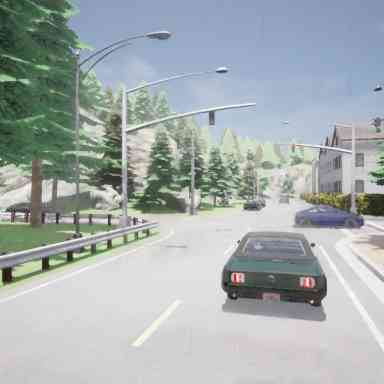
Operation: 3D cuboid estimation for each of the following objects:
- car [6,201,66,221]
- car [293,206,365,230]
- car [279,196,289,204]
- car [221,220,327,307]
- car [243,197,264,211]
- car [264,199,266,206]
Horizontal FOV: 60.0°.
[{"bbox_3d":[-12.701,1.522,27.118,4.892,1.490,1.837,-1,0,15],"label":"car"},{"bbox_3d":[8.651,1.576,21.275,4.181,1.385,1.994,0,0,15],"label":"car"},{"bbox_3d":[17.596,1.547,63.512,2.033,1.411,5.357,0,0,16],"label":"car"},{"bbox_3d":[2.021,1.601,8.106,1.895,1.301,4.718,0,0,15],"label":"car"},{"bbox_3d":[7.486,1.601,41.228,1.895,1.301,4.718,0,0,16],"label":"car"},{"bbox_3d":[10.261,1.491,51.035,2.128,1.511,4.902,0,0,16],"label":"car"}]
